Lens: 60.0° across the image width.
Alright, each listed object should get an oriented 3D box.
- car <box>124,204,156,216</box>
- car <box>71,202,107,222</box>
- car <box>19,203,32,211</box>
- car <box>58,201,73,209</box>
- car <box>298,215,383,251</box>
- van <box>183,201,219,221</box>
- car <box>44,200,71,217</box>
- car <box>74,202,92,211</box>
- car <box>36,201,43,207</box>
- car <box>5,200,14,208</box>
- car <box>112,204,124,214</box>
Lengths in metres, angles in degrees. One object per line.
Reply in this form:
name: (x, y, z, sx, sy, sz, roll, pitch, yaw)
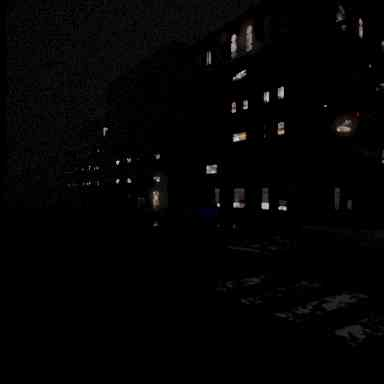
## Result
car: (-6.093, 2.119, 40.487, 1.752, 1.417, 4.829, -1, 0, -36)
car: (-9.434, 1.907, 30.909, 1.967, 1.590, 4.097, -1, 0, -36)
car: (-29.147, 2.549, 58.218, 1.752, 1.417, 4.829, -1, 0, -36)
car: (-25.810, 2.592, 67.796, 1.967, 1.590, 4.097, -1, 0, -36)
car: (6.707, 1.615, 13.109, 1.895, 1.301, 4.718, 0, -1, -36)
van: (0.745, 1.747, 31.300, 1.690, 1.788, 3.998, -1, 0, -36)
car: (-16.039, 2.093, 40.058, 1.967, 1.590, 4.097, -1, 0, -36)
car: (-19.303, 2.493, 58.785, 1.752, 1.417, 4.829, -1, 0, -36)
car: (-39.017, 3.095, 86.093, 1.947, 1.339, 4.313, -1, 0, -36)
car: (-42.461, 2.718, 76.655, 2.192, 1.841, 5.009, -1, 0, -36)
car: (-9.295, 2.250, 44.923, 1.947, 1.339, 4.313, -1, 0, -36)
